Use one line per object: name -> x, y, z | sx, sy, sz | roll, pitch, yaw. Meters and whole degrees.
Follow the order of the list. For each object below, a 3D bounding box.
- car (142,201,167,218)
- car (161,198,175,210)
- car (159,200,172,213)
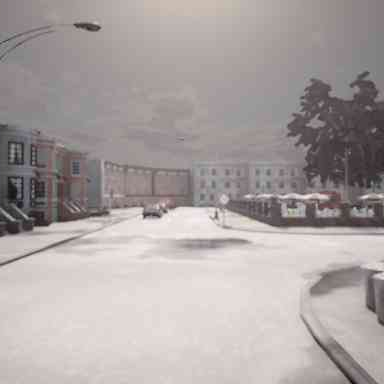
car -> -4.141, 2.026, 35.799 | 2.033, 1.411, 5.357 | 0, -1, -1
car -> -4.210, 1.960, 55.350 | 2.150, 2.045, 5.566 | 0, -1, 5
car -> -4.184, 2.143, 44.631 | 2.033, 1.411, 5.357 | 0, -1, -1
